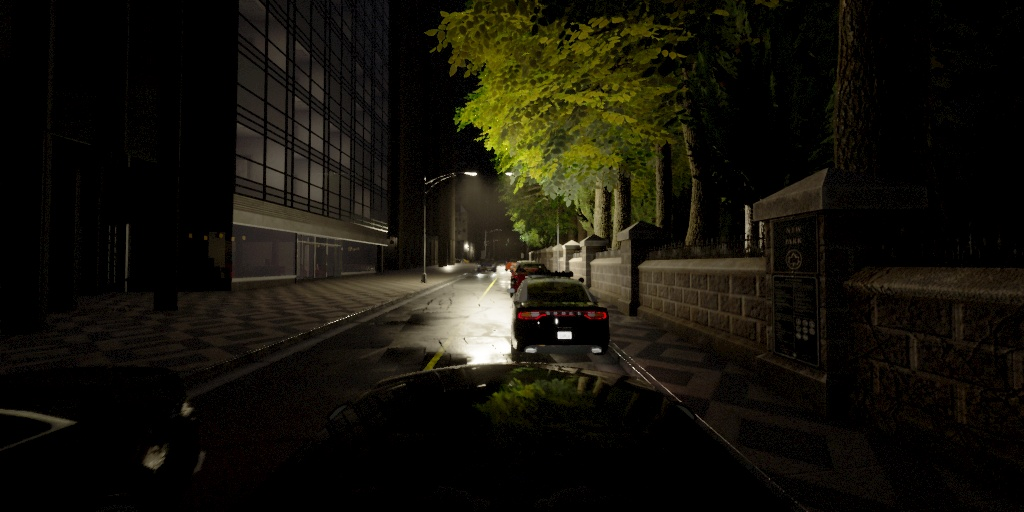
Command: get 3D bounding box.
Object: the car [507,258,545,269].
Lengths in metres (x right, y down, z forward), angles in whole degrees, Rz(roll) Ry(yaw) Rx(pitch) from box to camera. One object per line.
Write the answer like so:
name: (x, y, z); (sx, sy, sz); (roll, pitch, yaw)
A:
car: (0.958, 1.106, 18.680); (2.097, 1.767, 4.553); (0, 0, 0)

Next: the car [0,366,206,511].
car: (-3.105, 1.240, 0.461); (2.128, 1.511, 4.902); (0, 0, 0)

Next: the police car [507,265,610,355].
police car: (0.924, 1.177, 8.817); (1.930, 1.638, 5.238); (0, 0, 0)

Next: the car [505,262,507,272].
car: (0.207, 1.129, 47.423); (2.097, 1.767, 4.553); (0, 0, 1)

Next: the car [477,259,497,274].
car: (-2.859, 1.122, 41.883); (2.097, 1.767, 4.553); (0, 0, 0)
